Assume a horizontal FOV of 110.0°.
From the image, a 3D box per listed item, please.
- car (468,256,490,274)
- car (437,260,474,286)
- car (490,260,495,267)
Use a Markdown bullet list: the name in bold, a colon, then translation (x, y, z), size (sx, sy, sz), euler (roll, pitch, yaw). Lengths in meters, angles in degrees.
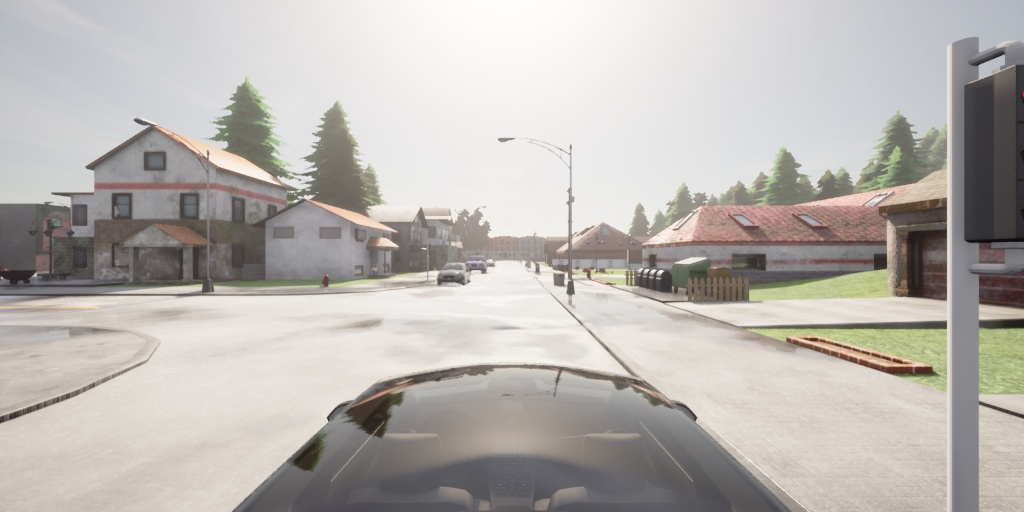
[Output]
- **car**: translation (-4.080, 0.969, 41.244), size (2.150, 2.045, 5.566), euler (0, 0, 1)
- **car**: translation (-4.093, 1.254, 25.700), size (1.837, 1.490, 4.892), euler (0, 0, 0)
- **car**: translation (-3.997, 1.313, 63.203), size (1.994, 1.385, 4.181), euler (0, 0, 0)
